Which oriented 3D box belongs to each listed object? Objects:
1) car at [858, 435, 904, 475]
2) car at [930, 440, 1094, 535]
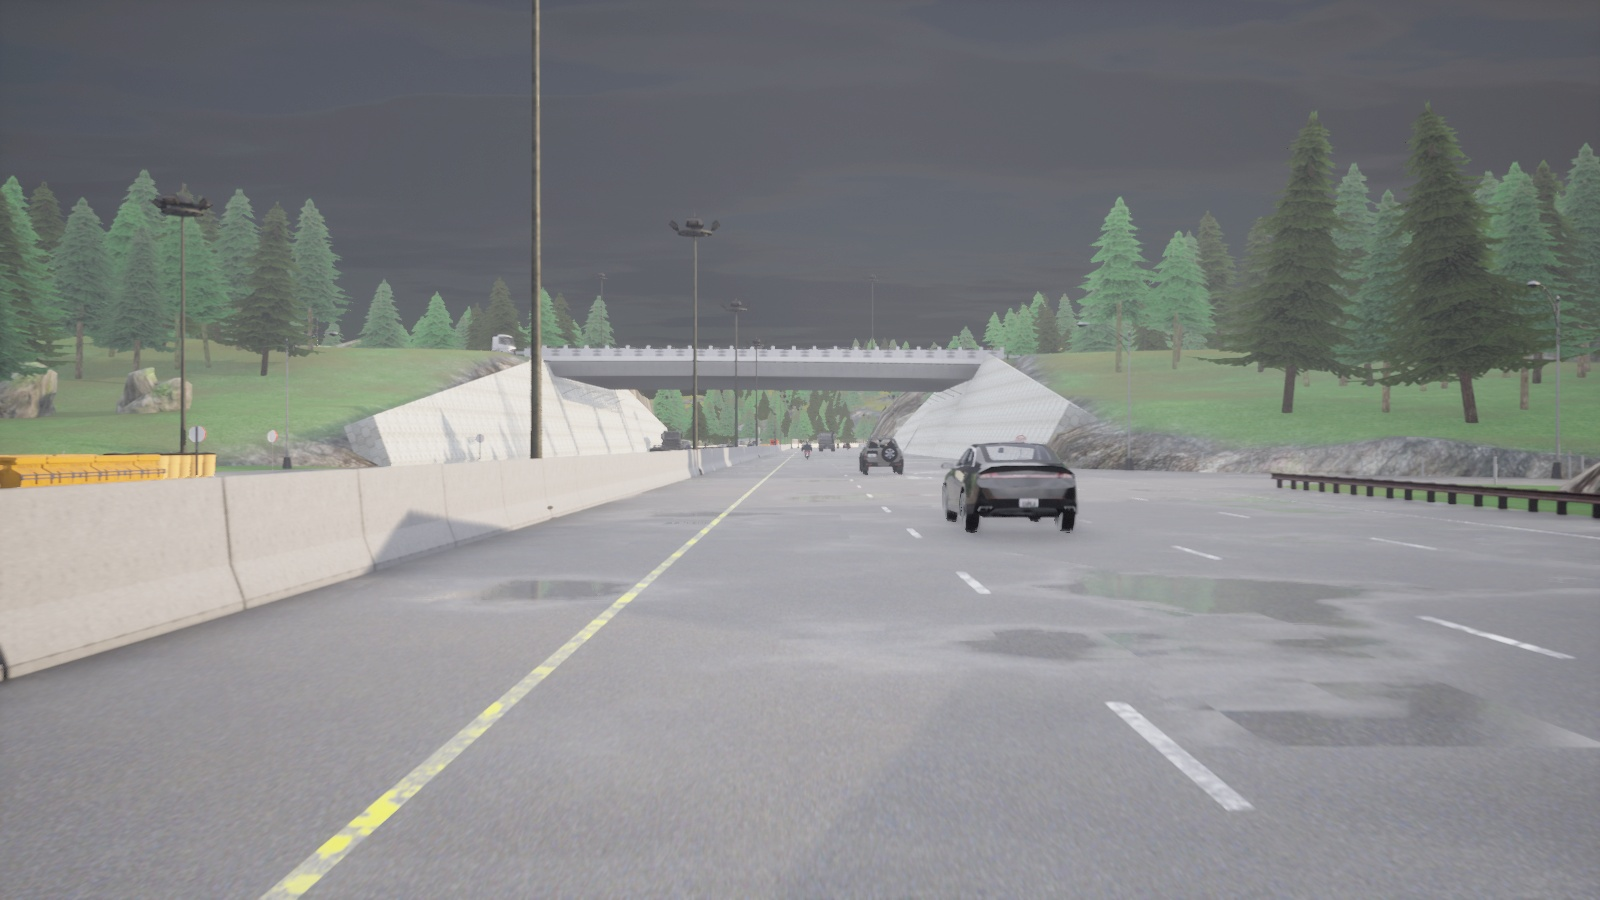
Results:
[{"bbox_3d":[3.858,0.227,60.188,1.932,1.855,4.605,0,0,0],"label":"car"},{"bbox_3d":[3.643,0.579,22.489,2.128,1.511,4.902,0,0,0],"label":"car"}]
